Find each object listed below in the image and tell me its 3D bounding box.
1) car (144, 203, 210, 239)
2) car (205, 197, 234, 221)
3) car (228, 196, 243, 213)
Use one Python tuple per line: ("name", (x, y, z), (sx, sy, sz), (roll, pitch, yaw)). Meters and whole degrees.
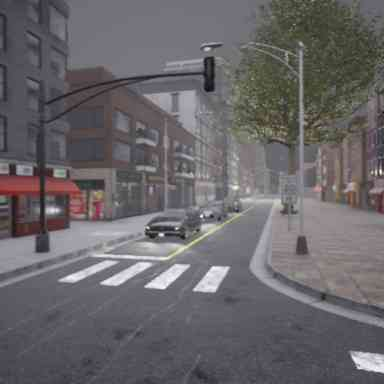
("car", (-0.709, 1.516, 17.398), (2.033, 1.411, 5.357), (0, 0, 14))
("car", (1.761, 1.432, 26.840), (2.128, 1.511, 4.902), (0, 0, 15))
("car", (4.288, 1.268, 36.477), (2.097, 1.767, 4.553), (0, 0, 15))
